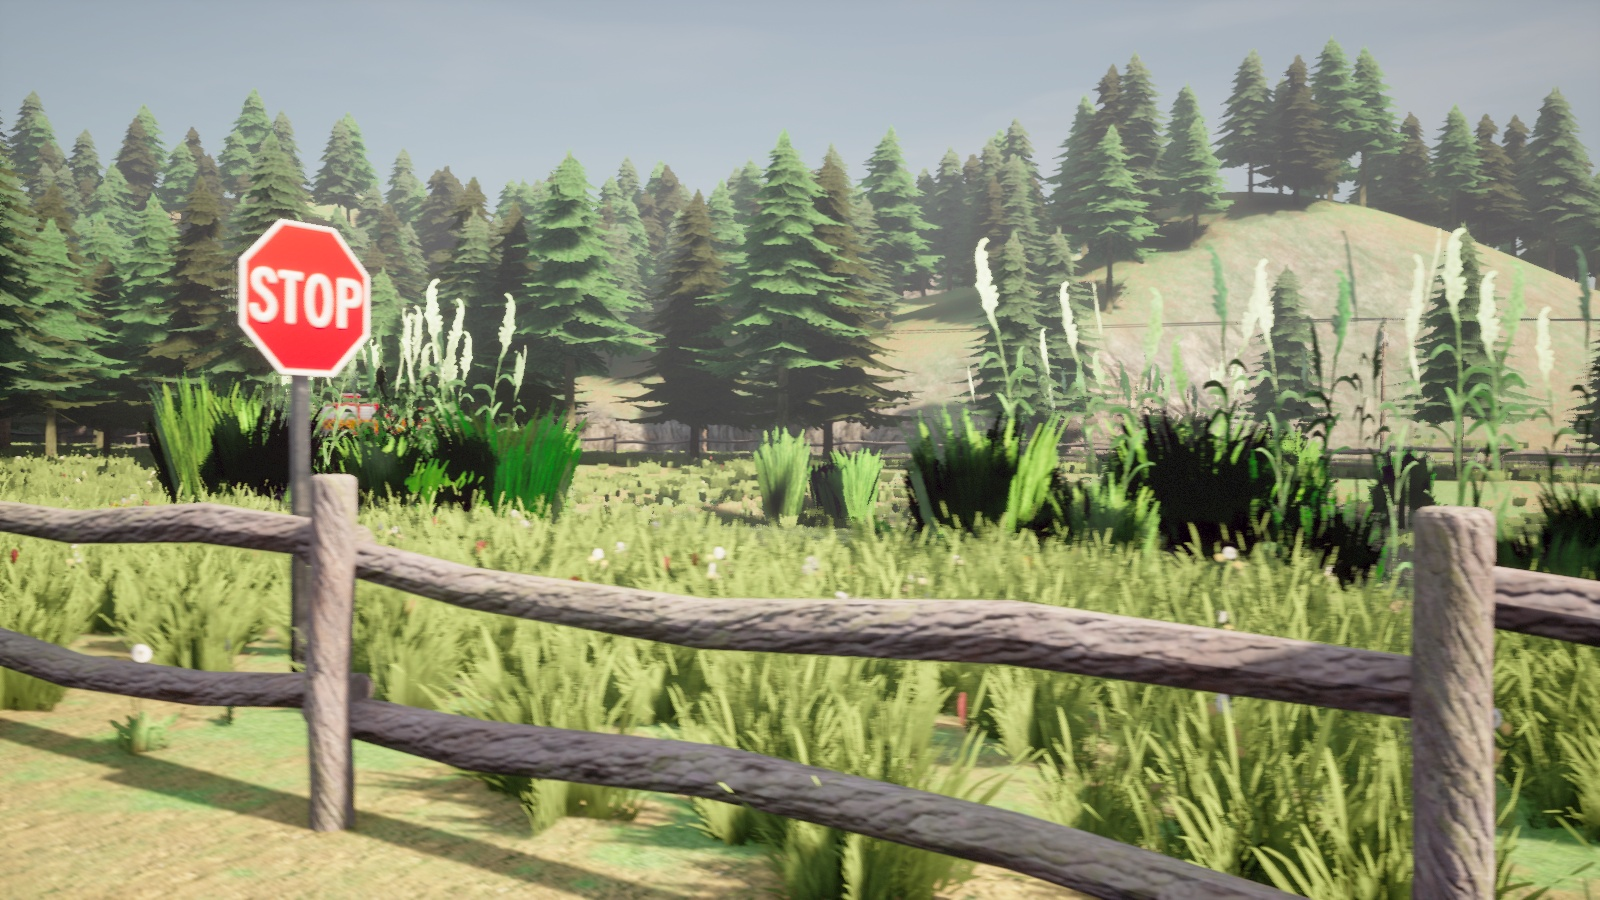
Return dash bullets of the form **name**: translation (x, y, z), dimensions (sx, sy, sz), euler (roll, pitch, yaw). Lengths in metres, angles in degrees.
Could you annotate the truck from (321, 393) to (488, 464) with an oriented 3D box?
- **truck**: translation (-22.131, -1.179, 70.471), dimensions (8.468, 3.827, 2.891), euler (0, 1, 8)
